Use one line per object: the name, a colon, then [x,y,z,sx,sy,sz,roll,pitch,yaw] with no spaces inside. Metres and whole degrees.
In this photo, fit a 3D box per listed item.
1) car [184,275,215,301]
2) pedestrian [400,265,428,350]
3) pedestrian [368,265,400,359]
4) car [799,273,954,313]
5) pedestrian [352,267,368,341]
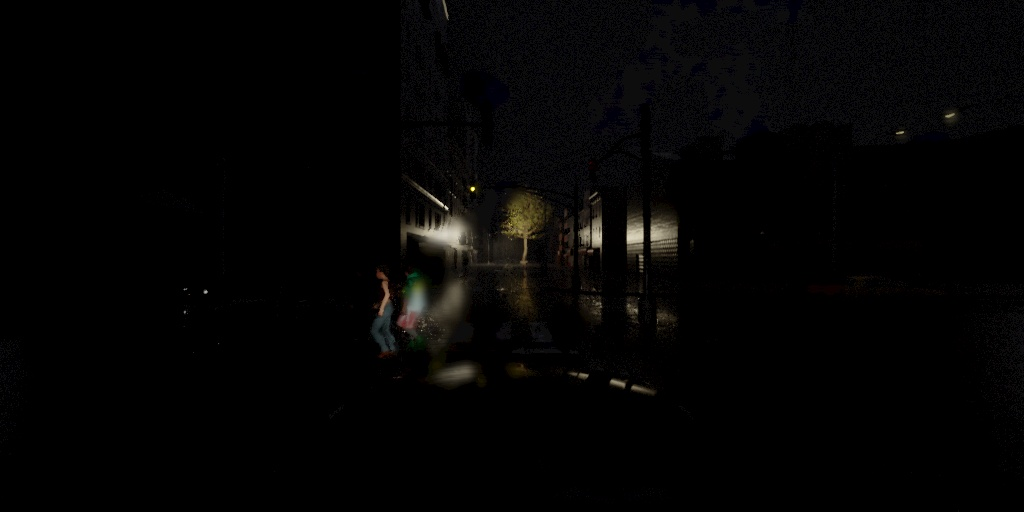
car: [-14.944,1.176,14.652,4.892,1.490,1.837,1,0,0]
pedestrian: [-2.070,1.048,7.632,0.375,1.860,0.375,0,0,0]
pedestrian: [-2.506,1.049,7.030,0.375,1.860,0.375,0,0,0]
car: [13.902,1.353,13.772,4.829,1.417,1.751,0,0,0]
pedestrian: [-3.337,1.048,8.239,0.375,1.860,0.375,0,0,0]
